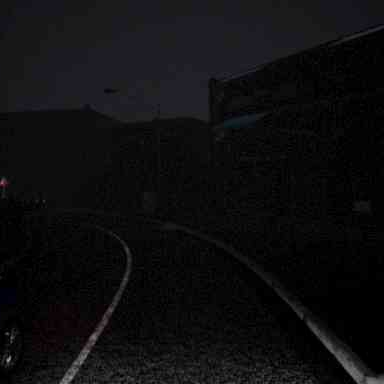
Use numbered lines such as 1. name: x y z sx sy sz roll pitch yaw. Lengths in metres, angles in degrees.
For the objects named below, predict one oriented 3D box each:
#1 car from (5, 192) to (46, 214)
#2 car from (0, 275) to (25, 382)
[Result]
1. car: -14.367 0.802 27.400 4.553 1.767 2.097 -1 2 22
2. car: -3.172 1.363 2.382 2.097 1.767 4.553 0 0 -1
